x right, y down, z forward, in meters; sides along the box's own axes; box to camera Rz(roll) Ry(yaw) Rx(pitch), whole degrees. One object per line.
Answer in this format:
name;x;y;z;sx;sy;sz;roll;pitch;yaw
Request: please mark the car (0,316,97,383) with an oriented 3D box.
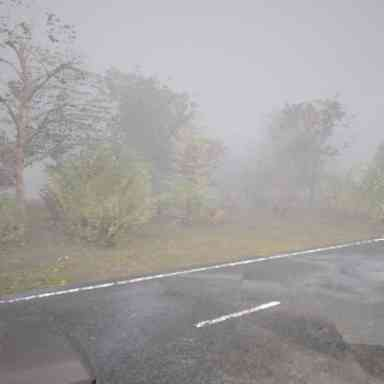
car;-3.086;1.541;1.482;5.357;1.411;2.033;0;0;-36
